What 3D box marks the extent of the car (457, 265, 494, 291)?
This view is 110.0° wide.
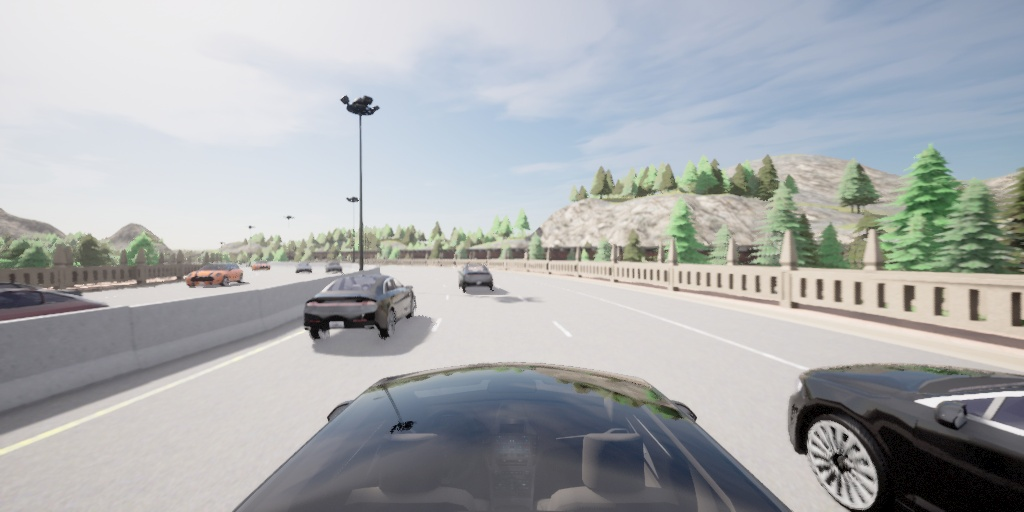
[{"bbox_3d":[-2.301,1.295,22.112,2.128,1.511,4.902,0,0,-11],"label":"car"}]

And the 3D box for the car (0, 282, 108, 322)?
[{"bbox_3d":[-10.969,1.378,7.279,1.994,1.385,4.181,0,0,-4],"label":"car"}]

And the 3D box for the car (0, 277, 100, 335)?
[{"bbox_3d":[-14.555,1.387,9.239,2.033,1.411,5.357,0,0,-5],"label":"car"}]

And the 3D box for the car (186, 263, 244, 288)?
[{"bbox_3d":[-21.721,1.307,26.423,2.097,1.767,4.553,0,0,-19],"label":"car"}]

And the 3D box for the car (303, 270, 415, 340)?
[{"bbox_3d":[-4.002,1.277,10.160,2.128,1.511,4.902,0,0,-5],"label":"car"}]

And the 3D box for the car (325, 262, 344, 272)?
[{"bbox_3d":[-23.719,1.544,47.841,1.837,1.490,4.892,0,-1,-30],"label":"car"}]

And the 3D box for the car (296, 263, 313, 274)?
[{"bbox_3d":[-27.778,1.627,47.897,2.033,1.411,5.357,-1,0,-32],"label":"car"}]

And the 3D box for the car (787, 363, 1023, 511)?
[{"bbox_3d":[3.467,1.225,1.341,2.128,1.511,4.902,0,0,0],"label":"car"}]
